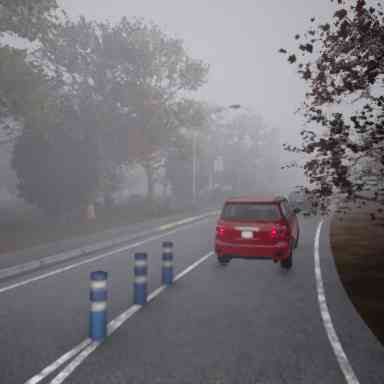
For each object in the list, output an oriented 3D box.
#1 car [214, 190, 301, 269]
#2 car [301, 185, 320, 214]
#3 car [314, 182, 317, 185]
[{"bbox_3d":[2.377,1.135,11.302,2.150,2.045,5.566,0,2,20],"label":"car"},{"bbox_3d":[8.596,0.612,25.727,2.097,1.767,4.553,-1,2,27],"label":"car"},{"bbox_3d":[23.434,-1.033,61.606,2.128,1.511,4.902,0,3,25],"label":"car"}]
